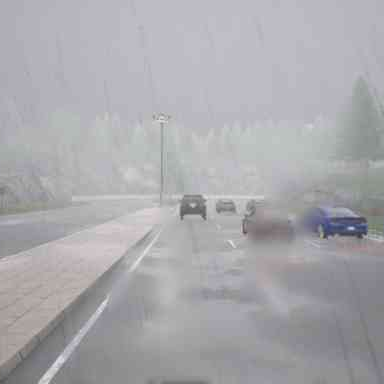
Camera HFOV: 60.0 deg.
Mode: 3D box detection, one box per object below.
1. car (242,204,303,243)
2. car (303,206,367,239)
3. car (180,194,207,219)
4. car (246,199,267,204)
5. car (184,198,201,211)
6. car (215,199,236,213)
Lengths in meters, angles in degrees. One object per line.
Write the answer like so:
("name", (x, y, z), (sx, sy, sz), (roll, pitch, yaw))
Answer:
("car", (3.600, 1.526, 16.131), (1.812, 1.442, 4.674), (0, 0, 0))
("car", (7.101, 1.477, 17.301), (1.882, 1.535, 5.008), (0, 0, 0))
("car", (0.091, 1.221, 29.142), (2.150, 2.045, 5.566), (0, 0, 0))
("car", (7.097, 1.492, 36.439), (2.128, 1.511, 4.902), (0, 0, 0))
("car", (0.087, 1.547, 41.990), (2.033, 1.411, 5.357), (0, 0, 0))
("car", (3.598, 1.491, 36.303), (2.128, 1.511, 4.902), (0, 0, 0))
